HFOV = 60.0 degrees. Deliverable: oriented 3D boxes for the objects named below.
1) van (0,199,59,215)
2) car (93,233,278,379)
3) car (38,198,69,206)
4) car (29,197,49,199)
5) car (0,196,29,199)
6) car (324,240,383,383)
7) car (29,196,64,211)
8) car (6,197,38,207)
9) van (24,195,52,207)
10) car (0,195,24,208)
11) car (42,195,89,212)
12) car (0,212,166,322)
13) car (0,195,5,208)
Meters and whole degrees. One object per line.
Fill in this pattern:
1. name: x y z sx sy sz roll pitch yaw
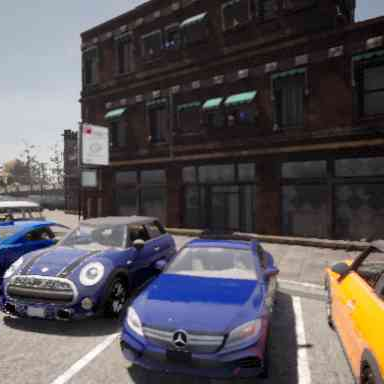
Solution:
1. van: -6.813 1.334 11.183 1.878 1.987 4.442 0 -1 16
2. car: 0.487 1.543 5.818 2.002 1.452 4.674 0 -1 16
3. car: -25.981 1.865 62.477 4.892 1.521 2.231 -1 -1 14
4. car: -20.500 1.774 40.358 4.792 1.488 2.163 0 0 14
5. car: -22.102 1.491 37.920 5.566 2.045 2.435 0 0 14
6. car: 2.912 1.359 4.039 2.185 1.767 4.553 0 -1 16
7. car: -18.842 1.495 42.818 5.566 2.045 2.435 0 0 14
8. car: -29.396 1.736 57.482 4.553 1.767 2.185 -1 -1 14
9. van: -27.787 1.639 59.996 4.442 1.987 1.878 -1 0 14
10. car: -31.034 1.607 54.971 5.566 2.045 2.435 -1 -1 14
11. car: -17.183 1.497 45.268 5.566 2.045 2.435 0 0 14
12. car: -1.939 1.396 7.599 2.185 1.767 4.553 0 -1 16
13. car: -32.783 1.606 52.459 5.566 2.045 2.435 -1 0 14
